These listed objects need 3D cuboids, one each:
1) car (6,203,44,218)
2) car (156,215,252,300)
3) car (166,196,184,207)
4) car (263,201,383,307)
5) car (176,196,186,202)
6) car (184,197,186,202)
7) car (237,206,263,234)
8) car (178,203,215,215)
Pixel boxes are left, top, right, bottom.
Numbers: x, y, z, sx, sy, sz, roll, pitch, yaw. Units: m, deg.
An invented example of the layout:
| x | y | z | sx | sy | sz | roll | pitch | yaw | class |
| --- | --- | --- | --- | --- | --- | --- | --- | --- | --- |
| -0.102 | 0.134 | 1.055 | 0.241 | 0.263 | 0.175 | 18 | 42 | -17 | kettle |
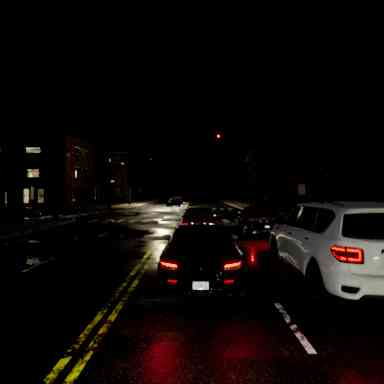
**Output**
| x | y | z | sx | sy | sz | roll | pitch | yaw | class |
| --- | --- | --- | --- | --- | --- | --- | --- | --- | --- |
| -17.755 | 1.816 | 33.067 | 5.357 | 1.411 | 2.033 | -1 | 1 | -1 | car |
| 0.206 | 1.524 | 8.294 | 1.812 | 1.442 | 4.674 | 0 | 0 | 1 | car |
| -2.706 | 1.555 | 50.118 | 1.994 | 1.385 | 4.181 | 0 | 0 | 1 | car |
| 3.453 | 1.220 | 8.097 | 2.150 | 2.045 | 5.566 | 0 | 0 | 1 | car |
| -2.376 | 1.542 | 73.759 | 1.994 | 1.385 | 4.181 | 0 | 0 | 1 | car |
| -2.585 | 1.479 | 60.369 | 2.128 | 1.511 | 4.902 | 0 | 0 | 1 | car |
| 3.585 | 1.474 | 18.015 | 1.882 | 1.535 | 5.008 | 0 | 0 | 1 | car |
| 0.333 | 1.544 | 17.874 | 2.033 | 1.411 | 5.357 | 0 | 0 | 1 | car |
